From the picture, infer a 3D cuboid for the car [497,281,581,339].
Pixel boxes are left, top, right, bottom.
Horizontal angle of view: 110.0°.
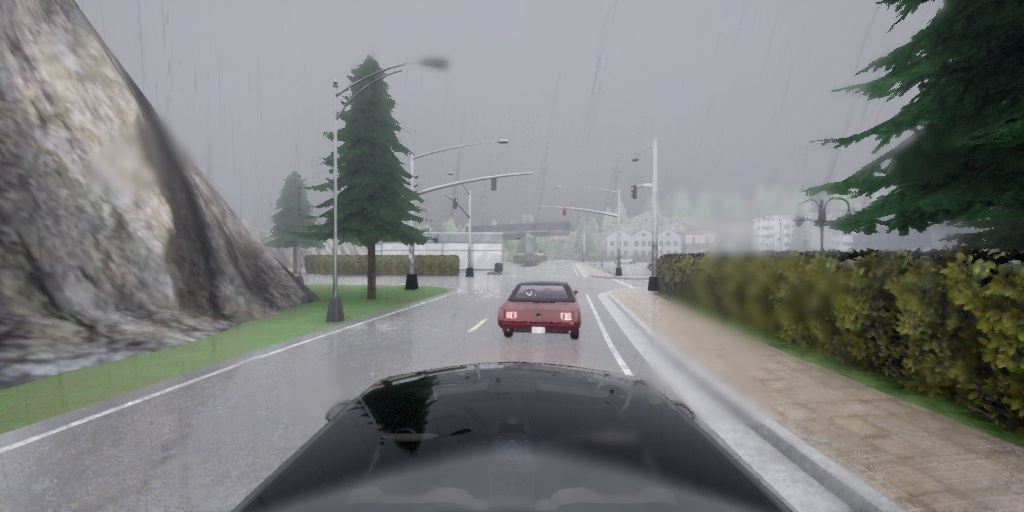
[{"bbox_3d":[0.914,1.351,10.127,1.895,1.301,4.718,0,0,8],"label":"car"}]
